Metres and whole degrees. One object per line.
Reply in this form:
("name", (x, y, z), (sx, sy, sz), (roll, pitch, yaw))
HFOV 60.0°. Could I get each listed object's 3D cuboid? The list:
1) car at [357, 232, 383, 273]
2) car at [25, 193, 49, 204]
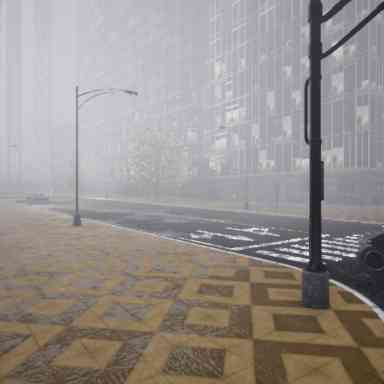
("car", (6.521, 1.532, 8.408), (1.994, 1.385, 4.181), (0, 1, -38))
("car", (-19.234, 0.773, 41.326), (1.895, 1.301, 4.718), (0, 1, -38))
